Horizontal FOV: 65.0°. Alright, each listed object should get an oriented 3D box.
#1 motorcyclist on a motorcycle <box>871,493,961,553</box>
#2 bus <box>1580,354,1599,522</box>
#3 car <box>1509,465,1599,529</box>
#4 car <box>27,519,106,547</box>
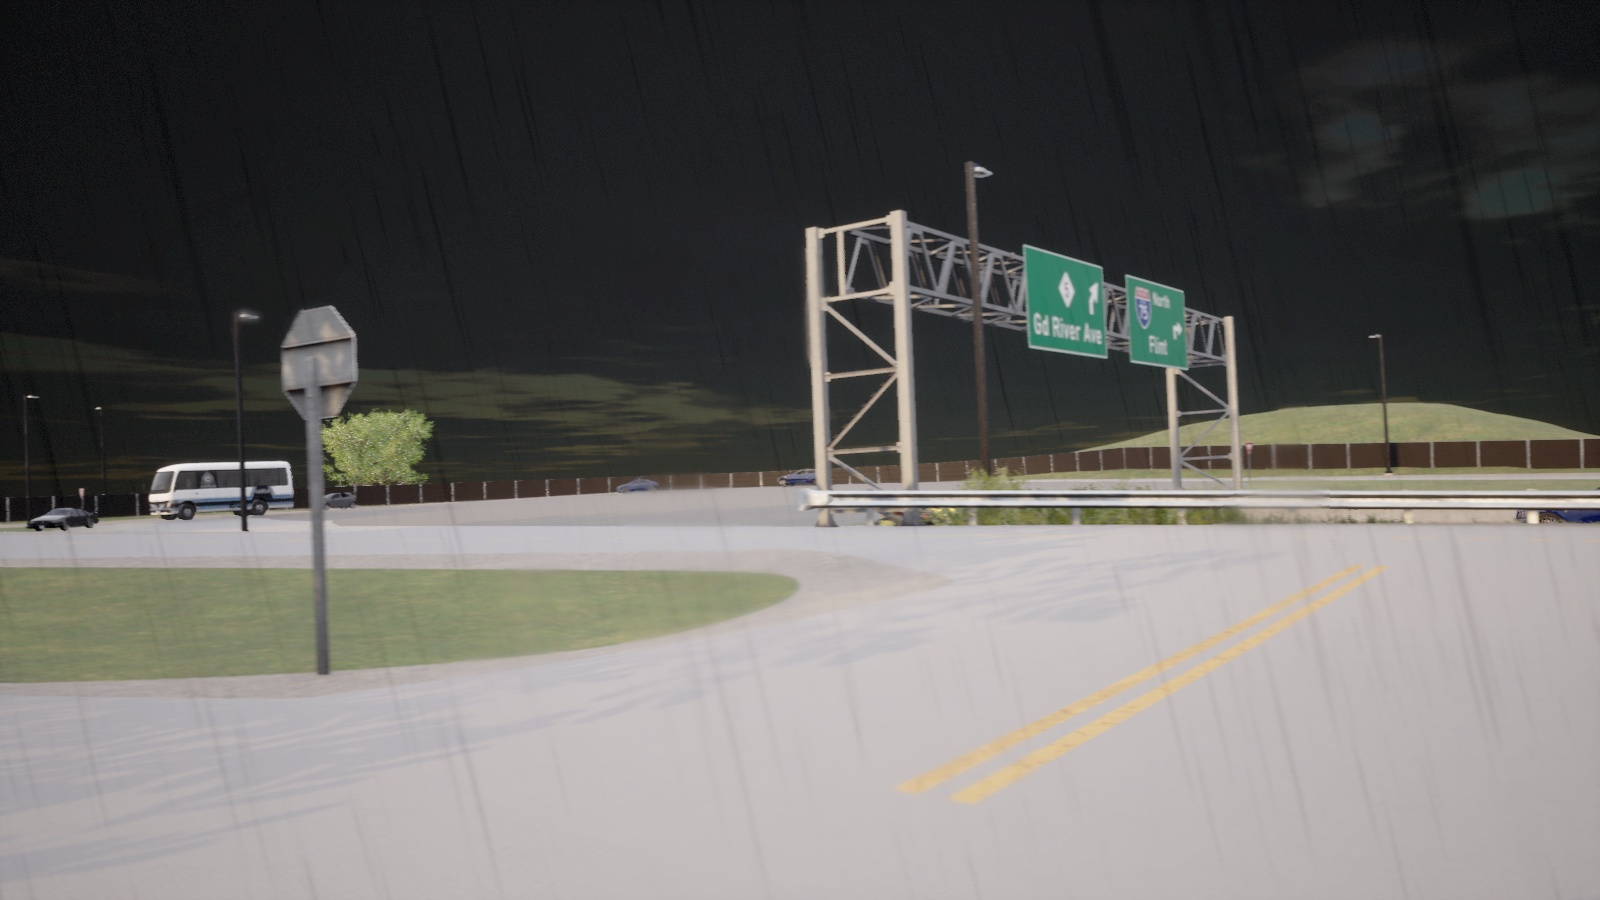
[{"bbox_3d":[3.110,1.960,33.690,2.191,1.530,0.866,-3,-1,36],"label":"motorcyclist on a motorcycle"},{"bbox_3d":[25.344,-0.573,30.670,10.273,4.253,3.944,-3,-1,36],"label":"bus"},{"bbox_3d":[19.906,1.090,30.282,4.674,1.442,1.812,-3,-1,36],"label":"car"},{"bbox_3d":[-46.539,5.235,79.810,2.033,1.411,5.357,-3,-1,-3],"label":"car"}]
